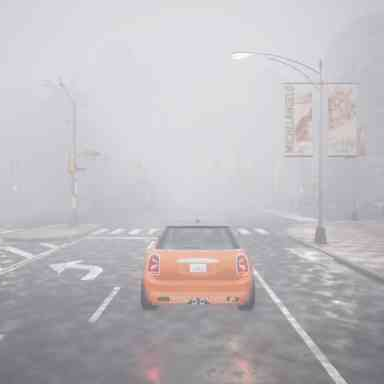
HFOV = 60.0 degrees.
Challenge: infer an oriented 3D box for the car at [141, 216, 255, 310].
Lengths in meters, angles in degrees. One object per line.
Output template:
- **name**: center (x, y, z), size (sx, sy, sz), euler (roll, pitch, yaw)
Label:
- **car**: center (0.111, 1.352, 7.957), size (2.097, 1.767, 4.553), euler (0, 0, 0)

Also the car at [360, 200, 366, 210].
- **car**: center (23.205, 1.221, 39.735), size (5.566, 2.045, 2.150), euler (0, 0, 1)

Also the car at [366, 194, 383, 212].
- **car**: center (22.078, 1.352, 36.239), size (4.553, 1.767, 2.097), euler (0, 0, 1)
